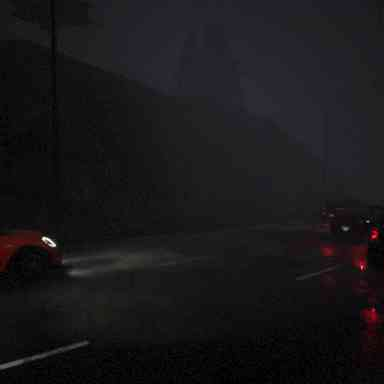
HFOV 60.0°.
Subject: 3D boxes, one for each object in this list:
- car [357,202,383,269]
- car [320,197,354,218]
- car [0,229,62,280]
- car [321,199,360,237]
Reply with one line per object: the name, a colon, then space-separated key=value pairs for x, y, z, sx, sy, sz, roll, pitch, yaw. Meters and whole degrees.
car: x=6.831 y=1.154 z=9.397 sx=4.553 sy=1.767 sz=2.097 roll=-1 pitch=1 yaw=-40
car: x=10.180 y=1.128 z=22.081 sx=1.837 sy=1.490 sz=4.892 roll=0 pitch=1 yaw=45
car: x=-5.762 y=1.360 z=8.342 sx=4.553 sy=1.767 sz=2.097 roll=-1 pitch=1 yaw=-35
car: x=7.933 y=1.254 z=15.040 sx=4.674 sy=1.442 sz=1.812 roll=-1 pitch=1 yaw=-42
